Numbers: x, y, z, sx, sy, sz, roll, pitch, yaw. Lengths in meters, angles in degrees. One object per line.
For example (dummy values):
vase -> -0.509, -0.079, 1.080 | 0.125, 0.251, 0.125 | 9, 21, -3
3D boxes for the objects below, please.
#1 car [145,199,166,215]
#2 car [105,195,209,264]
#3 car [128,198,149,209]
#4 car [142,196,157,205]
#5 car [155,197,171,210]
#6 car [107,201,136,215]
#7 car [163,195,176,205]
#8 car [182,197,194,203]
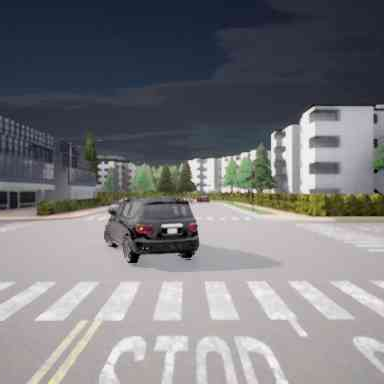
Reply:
car -> -3.711, 1.507, 34.780 | 1.837, 1.490, 4.892 | 0, 0, -2
car -> -1.669, 1.223, 12.200 | 2.150, 2.045, 5.566 | 0, 0, -24
car -> -7.354, 1.550, 46.266 | 2.033, 1.411, 5.357 | 0, 0, 0
car -> -7.446, 1.494, 58.961 | 2.128, 1.511, 4.902 | 0, 0, 0
car -> -3.842, 1.508, 44.910 | 1.837, 1.490, 4.892 | 0, 0, 0
car -> -7.296, 1.603, 34.771 | 1.895, 1.301, 4.718 | 0, 0, 1
car -> -3.908, 1.355, 58.773 | 2.097, 1.767, 4.553 | 0, 0, 0
car -> -0.832, 1.604, 67.668 | 1.895, 1.301, 4.718 | 0, 0, -6
